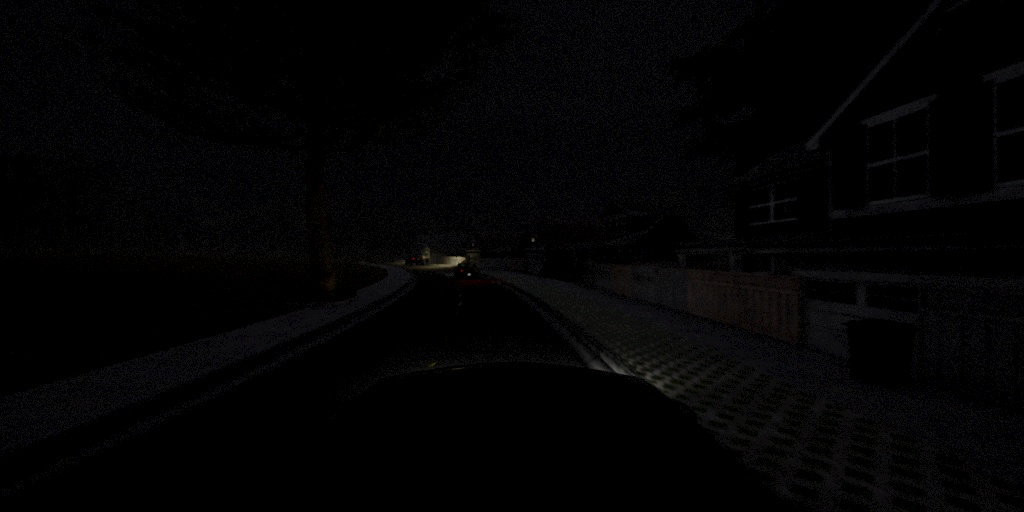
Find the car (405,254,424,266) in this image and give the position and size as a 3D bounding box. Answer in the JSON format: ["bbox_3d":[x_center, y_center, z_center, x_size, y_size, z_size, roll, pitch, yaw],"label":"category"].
[{"bbox_3d":[-16.993,0.656,62.430,2.150,2.045,5.566,0,1,-30],"label":"car"}]

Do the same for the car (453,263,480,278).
[{"bbox_3d":[-4.216,1.281,32.588,1.895,1.301,4.718,0,0,-15],"label":"car"}]
